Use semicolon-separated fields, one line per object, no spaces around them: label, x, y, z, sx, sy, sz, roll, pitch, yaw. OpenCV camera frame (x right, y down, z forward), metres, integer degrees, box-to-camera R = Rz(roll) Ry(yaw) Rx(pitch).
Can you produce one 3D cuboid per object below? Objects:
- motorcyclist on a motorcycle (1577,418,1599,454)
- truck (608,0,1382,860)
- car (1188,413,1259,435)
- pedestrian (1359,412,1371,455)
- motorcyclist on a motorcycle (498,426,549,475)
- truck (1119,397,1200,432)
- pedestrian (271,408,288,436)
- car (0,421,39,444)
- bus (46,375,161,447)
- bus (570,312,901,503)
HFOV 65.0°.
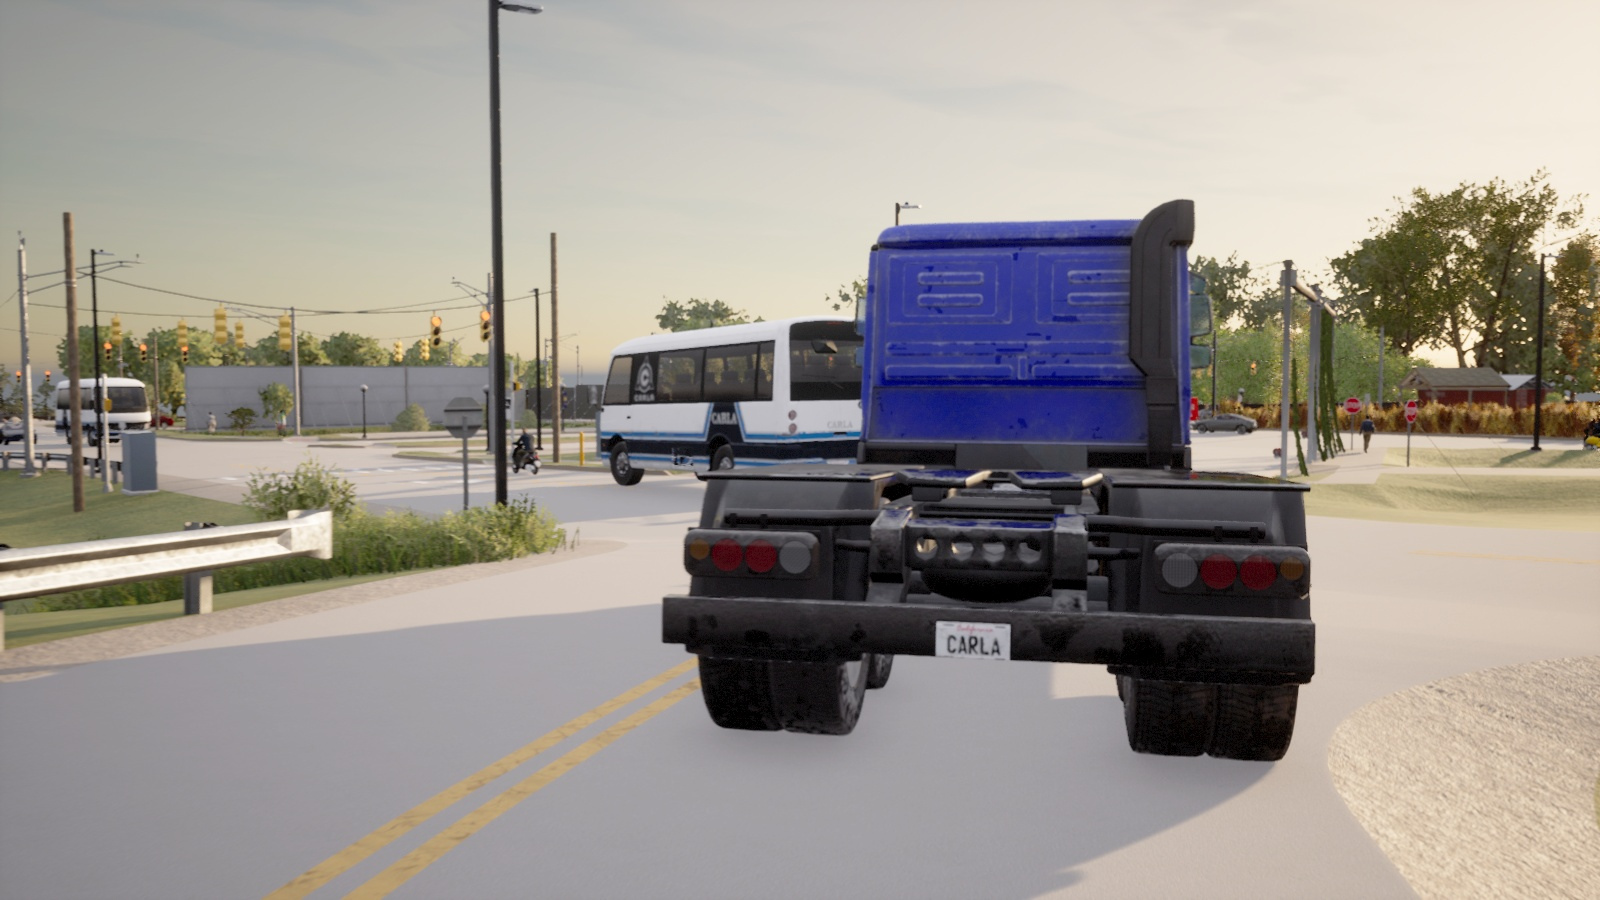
motorcyclist on a motorcycle;35.973;-0.638;56.339;0.866;1.590;1.817;0;0;-14
truck;1.464;-0.307;8.708;2.891;3.462;7.936;1;1;12
car;29.027;-1.793;86.031;4.181;1.385;1.994;2;4;37
pedestrian;26.041;-0.785;57.880;0.423;1.949;0.788;2;4;26
motorcyclist on a motorcycle;-9.335;0.003;42.414;0.866;1.590;1.817;-3;3;-41
truck;26.813;-2.662;93.785;2.627;2.467;5.204;-3;3;-40
pedestrian;-35.801;-1.931;86.417;0.873;1.952;0.659;0;4;-2
car;-52.274;-1.195;83.547;2.033;1.411;5.357;-3;4;-39
bus;-44.408;-2.531;79.894;3.944;4.253;10.273;-3;4;-43
bus;-2.115;-1.113;33.432;3.944;4.253;10.273;-2;3;-34
